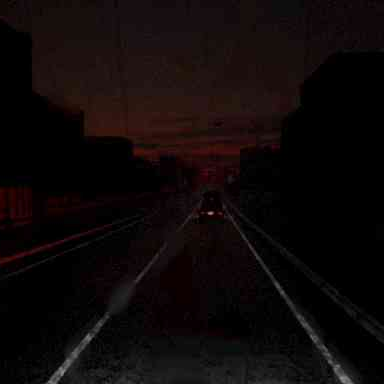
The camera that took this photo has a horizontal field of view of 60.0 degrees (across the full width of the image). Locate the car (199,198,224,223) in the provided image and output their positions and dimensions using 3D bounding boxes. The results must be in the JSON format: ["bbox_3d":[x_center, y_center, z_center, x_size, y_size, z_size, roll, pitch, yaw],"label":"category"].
[{"bbox_3d":[1.457,1.481,25.155,2.033,1.411,5.357,0,1,3],"label":"car"}]

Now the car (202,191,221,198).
[{"bbox_3d":[2.443,0.930,41.458,2.150,2.045,5.566,0,1,4],"label":"car"}]
